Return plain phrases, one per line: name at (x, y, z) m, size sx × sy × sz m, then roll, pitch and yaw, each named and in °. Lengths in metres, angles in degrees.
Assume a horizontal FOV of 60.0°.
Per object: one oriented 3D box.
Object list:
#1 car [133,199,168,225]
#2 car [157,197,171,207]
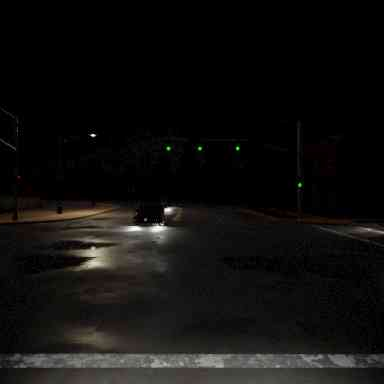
car at (-3.012, 1.539, 24.050) m, size 1.837 × 1.490 × 4.892 m, roll 0°, pitch 0°, yaw 0°
car at (-4.385, 1.484, 50.004) m, size 2.128 × 1.511 × 4.902 m, roll 0°, pitch 0°, yaw -12°
